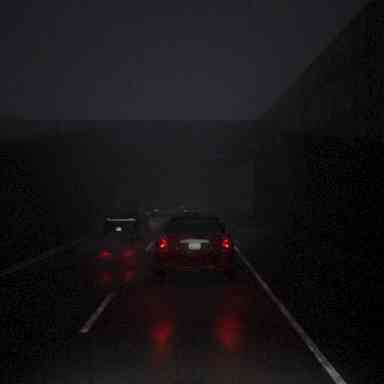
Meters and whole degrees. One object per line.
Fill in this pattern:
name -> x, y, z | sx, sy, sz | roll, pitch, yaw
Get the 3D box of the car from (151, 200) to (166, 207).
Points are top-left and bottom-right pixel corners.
car -> -3.408, 1.548, 34.483 | 2.128, 1.511, 4.902 | 0, 0, 0

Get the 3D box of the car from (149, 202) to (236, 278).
car -> 0.079, 1.369, 10.382 | 2.097, 1.767, 4.553 | 0, 0, 0

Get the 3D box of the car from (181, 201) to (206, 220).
car -> 0.091, 1.595, 29.587 | 2.033, 1.411, 5.357 | 0, 0, 0

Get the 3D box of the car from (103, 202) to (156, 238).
car -> -3.406, 1.521, 17.936 | 2.128, 1.511, 4.902 | 0, 0, 0
